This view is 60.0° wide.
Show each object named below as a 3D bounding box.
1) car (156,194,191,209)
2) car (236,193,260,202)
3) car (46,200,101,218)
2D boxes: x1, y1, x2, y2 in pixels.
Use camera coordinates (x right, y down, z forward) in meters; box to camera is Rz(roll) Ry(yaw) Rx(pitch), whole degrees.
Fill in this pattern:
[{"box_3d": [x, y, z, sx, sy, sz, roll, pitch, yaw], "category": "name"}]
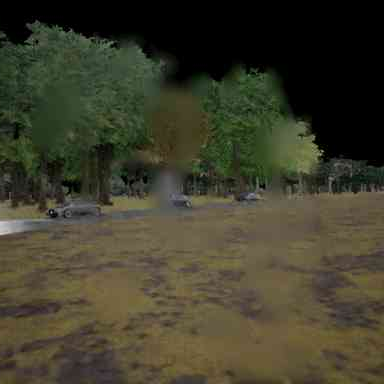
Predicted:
[{"box_3d": [-1.998, 1.063, 37.335, 1.837, 1.490, 4.892, -3, 0, 35], "category": "car"}, {"box_3d": [8.927, 0.825, 52.694, 2.033, 1.411, 5.357, -3, -1, 36], "category": "car"}, {"box_3d": [-9.465, 1.327, 26.745, 1.994, 1.385, 4.181, -3, -1, 36], "category": "car"}]
